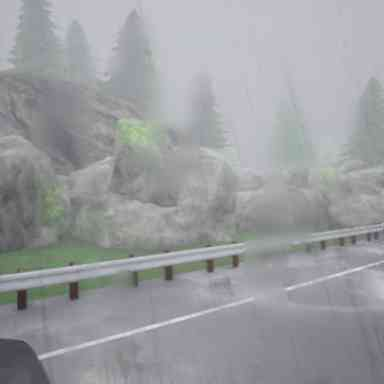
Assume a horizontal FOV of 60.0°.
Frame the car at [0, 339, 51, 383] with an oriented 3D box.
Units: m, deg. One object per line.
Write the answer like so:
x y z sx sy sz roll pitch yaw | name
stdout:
-3.378 1.553 1.371 5.357 1.411 2.033 0 0 -35 | car
